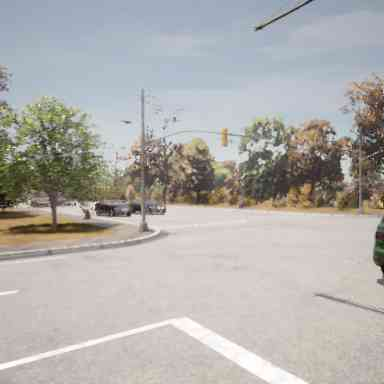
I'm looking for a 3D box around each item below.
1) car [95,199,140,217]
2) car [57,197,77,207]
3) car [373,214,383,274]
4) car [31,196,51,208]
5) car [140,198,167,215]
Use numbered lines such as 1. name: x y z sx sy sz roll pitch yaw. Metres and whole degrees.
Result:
1. car: -7.089 1.412 29.943 2.128 1.511 4.902 -1 0 -38
2. car: -18.998 1.454 50.466 2.128 1.511 4.902 -1 0 -38
3. car: 6.945 1.152 8.703 5.566 2.045 2.150 -1 1 -35
4. car: -21.979 1.348 48.591 2.097 1.767 4.553 -1 0 -38
5. car: -4.321 1.380 32.086 2.128 1.511 4.902 -1 0 -38
